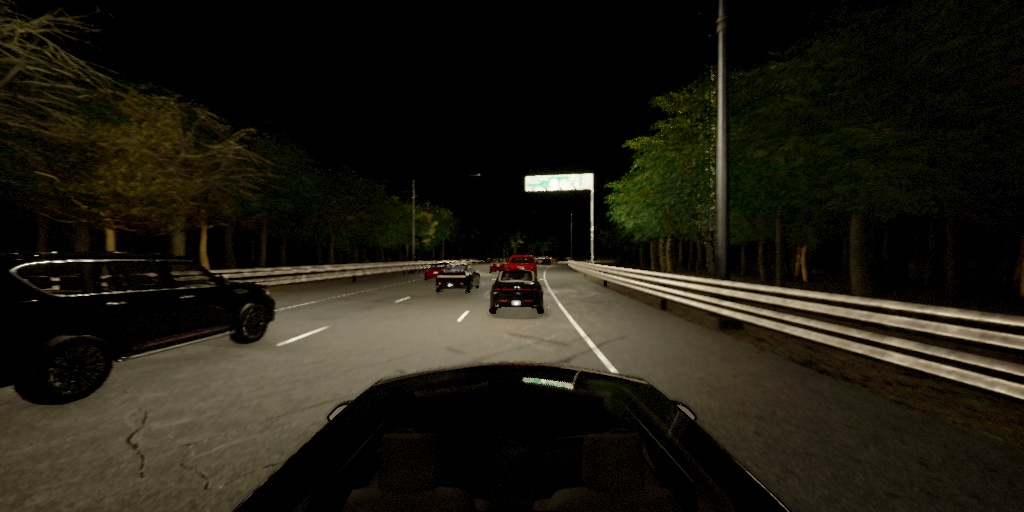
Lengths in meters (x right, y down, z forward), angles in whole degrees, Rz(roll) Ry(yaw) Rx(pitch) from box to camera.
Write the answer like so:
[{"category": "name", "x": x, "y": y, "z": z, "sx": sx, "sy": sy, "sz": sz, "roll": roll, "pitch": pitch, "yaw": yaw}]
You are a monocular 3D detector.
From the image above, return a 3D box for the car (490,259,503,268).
[{"category": "car", "x": -1.322, "y": 1.093, "z": 42.648, "sx": 2.097, "sy": 1.767, "sz": 4.553, "roll": 0, "pitch": 0, "yaw": 6}]

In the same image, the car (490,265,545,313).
[{"category": "car", "x": 0.212, "y": 1.257, "z": 13.931, "sx": 1.837, "sy": 1.490, "sz": 4.892, "roll": 0, "pitch": 0, "yaw": 2}]

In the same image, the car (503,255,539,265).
[{"category": "car", "x": 0.834, "y": 0.974, "z": 27.144, "sx": 2.150, "sy": 2.045, "sz": 5.566, "roll": 0, "pitch": 0, "yaw": 4}]

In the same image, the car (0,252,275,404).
[{"category": "car", "x": -6.941, "y": 0.957, "z": 6.428, "sx": 2.150, "sy": 2.045, "sz": 5.566, "roll": 0, "pitch": 0, "yaw": 1}]

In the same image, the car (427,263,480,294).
[{"category": "car", "x": -2.949, "y": 1.236, "z": 20.271, "sx": 2.128, "sy": 1.511, "sz": 4.902, "roll": 0, "pitch": 0, "yaw": 3}]

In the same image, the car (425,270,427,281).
[{"category": "car", "x": -5.890, "y": 1.301, "z": 30.286, "sx": 1.994, "sy": 1.385, "sz": 4.181, "roll": 0, "pitch": 0, "yaw": 4}]
